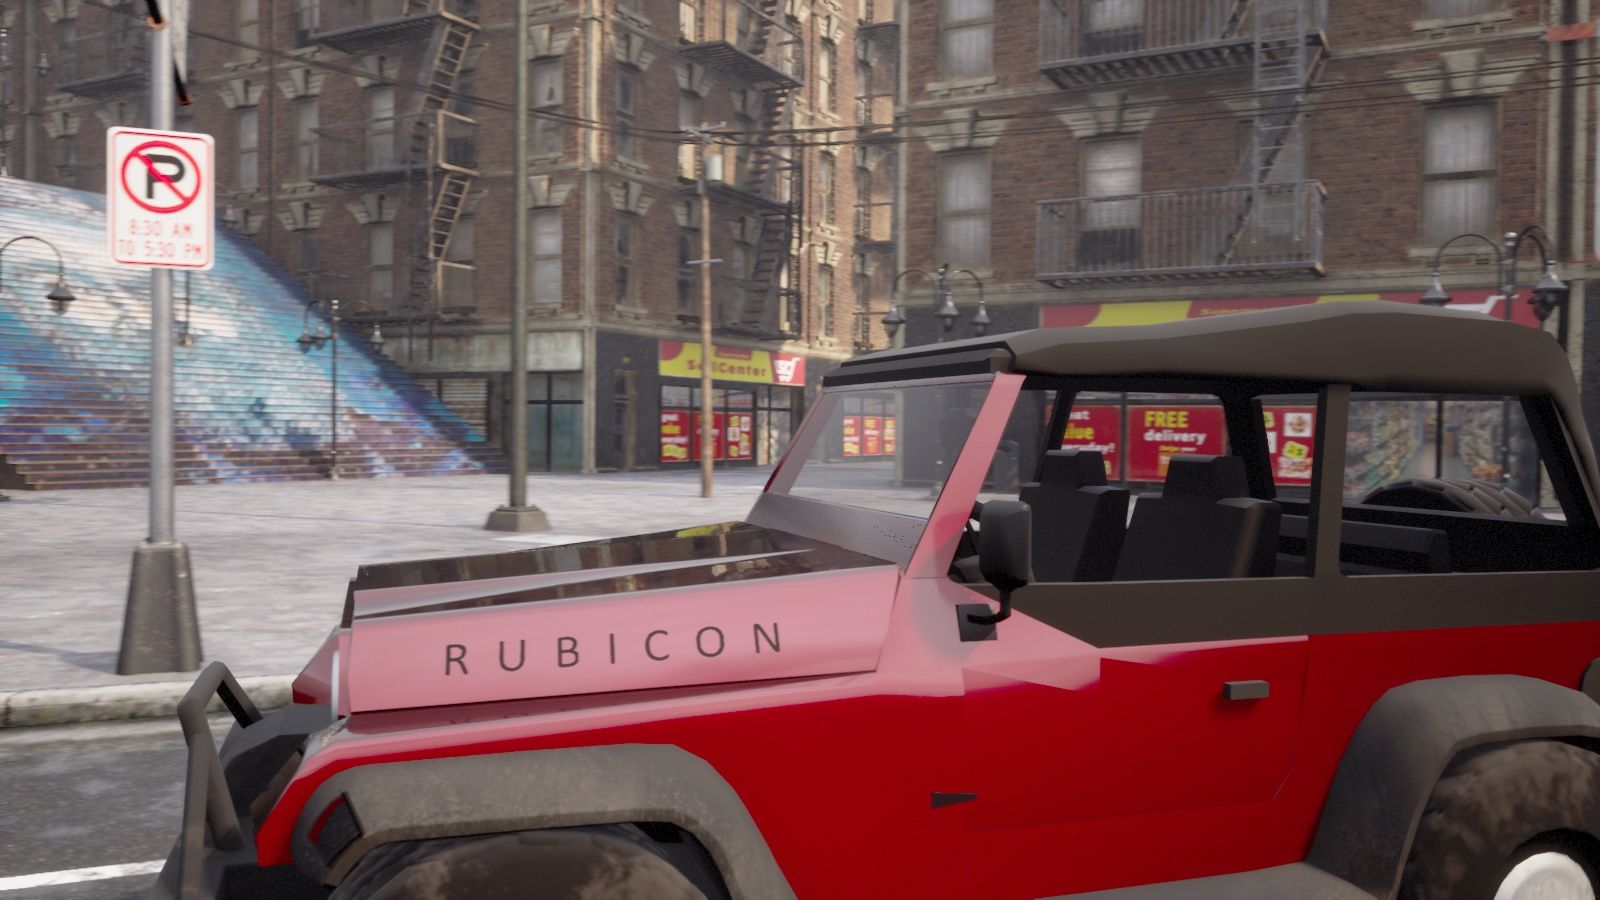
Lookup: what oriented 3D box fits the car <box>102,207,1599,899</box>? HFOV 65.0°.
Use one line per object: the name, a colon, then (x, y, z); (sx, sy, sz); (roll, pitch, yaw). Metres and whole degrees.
car: (0.481, 0.529, 3.437); (3.866, 1.878, 1.905); (-1, 1, -19)
